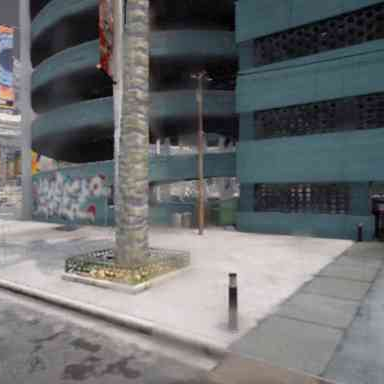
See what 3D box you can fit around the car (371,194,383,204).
[{"bbox_3d":[23.174,0.991,41.080,4.674,1.452,2.002,0,0,34],"label":"car"}]
